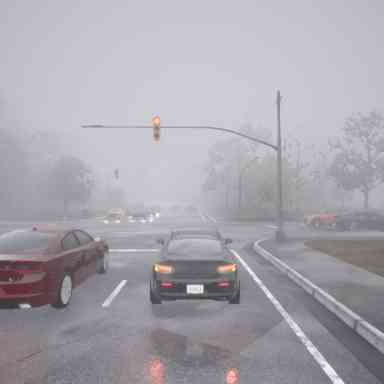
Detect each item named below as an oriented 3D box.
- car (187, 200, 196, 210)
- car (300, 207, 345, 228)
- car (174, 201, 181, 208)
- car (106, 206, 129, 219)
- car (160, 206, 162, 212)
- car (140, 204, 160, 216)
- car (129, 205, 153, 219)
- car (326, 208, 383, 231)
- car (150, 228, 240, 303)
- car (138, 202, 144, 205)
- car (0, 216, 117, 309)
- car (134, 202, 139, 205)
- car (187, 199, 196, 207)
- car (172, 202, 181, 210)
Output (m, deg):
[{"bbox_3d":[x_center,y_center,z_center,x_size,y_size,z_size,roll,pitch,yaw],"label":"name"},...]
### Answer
[{"bbox_3d":[-0.150,3.298,77.237,1.994,1.385,4.181,0,0,0],"label":"car"},{"bbox_3d":[11.754,2.161,28.625,4.553,1.767,2.097,0,-2,-2],"label":"car"},{"bbox_3d":[-3.769,3.220,86.847,1.812,1.442,4.674,0,0,-4],"label":"car"},{"bbox_3d":[-10.688,3.028,46.997,1.882,1.535,5.008,0,-2,0],"label":"car"},{"bbox_3d":[-7.151,3.305,66.660,2.128,1.511,4.902,0,0,0],"label":"car"},{"bbox_3d":[-7.194,3.251,56.603,2.128,1.511,4.902,0,-1,0],"label":"car"},{"bbox_3d":[-7.178,3.032,47.133,1.882,1.535,5.008,0,-2,1],"label":"car"},{"bbox_3d":[13.057,2.156,24.999,4.892,1.490,1.837,0,-2,-2],"label":"car"},{"bbox_3d":[0.064,1.605,8.225,1.812,1.442,4.674,0,-1,0],"label":"car"},{"bbox_3d":[-10.651,3.034,66.516,2.150,2.045,5.566,0,0,0],"label":"car"},{"bbox_3d":[-3.433,1.555,8.081,1.882,1.535,5.008,0,-1,0],"label":"car"},{"bbox_3d":[-10.692,3.101,55.856,2.097,1.767,4.553,0,-1,0],"label":"car"},{"bbox_3d":[-0.261,2.887,86.971,2.097,1.767,4.553,0,0,-4],"label":"car"},{"bbox_3d":[-3.649,3.350,76.936,1.895,1.301,4.718,0,0,0],"label":"car"}]
